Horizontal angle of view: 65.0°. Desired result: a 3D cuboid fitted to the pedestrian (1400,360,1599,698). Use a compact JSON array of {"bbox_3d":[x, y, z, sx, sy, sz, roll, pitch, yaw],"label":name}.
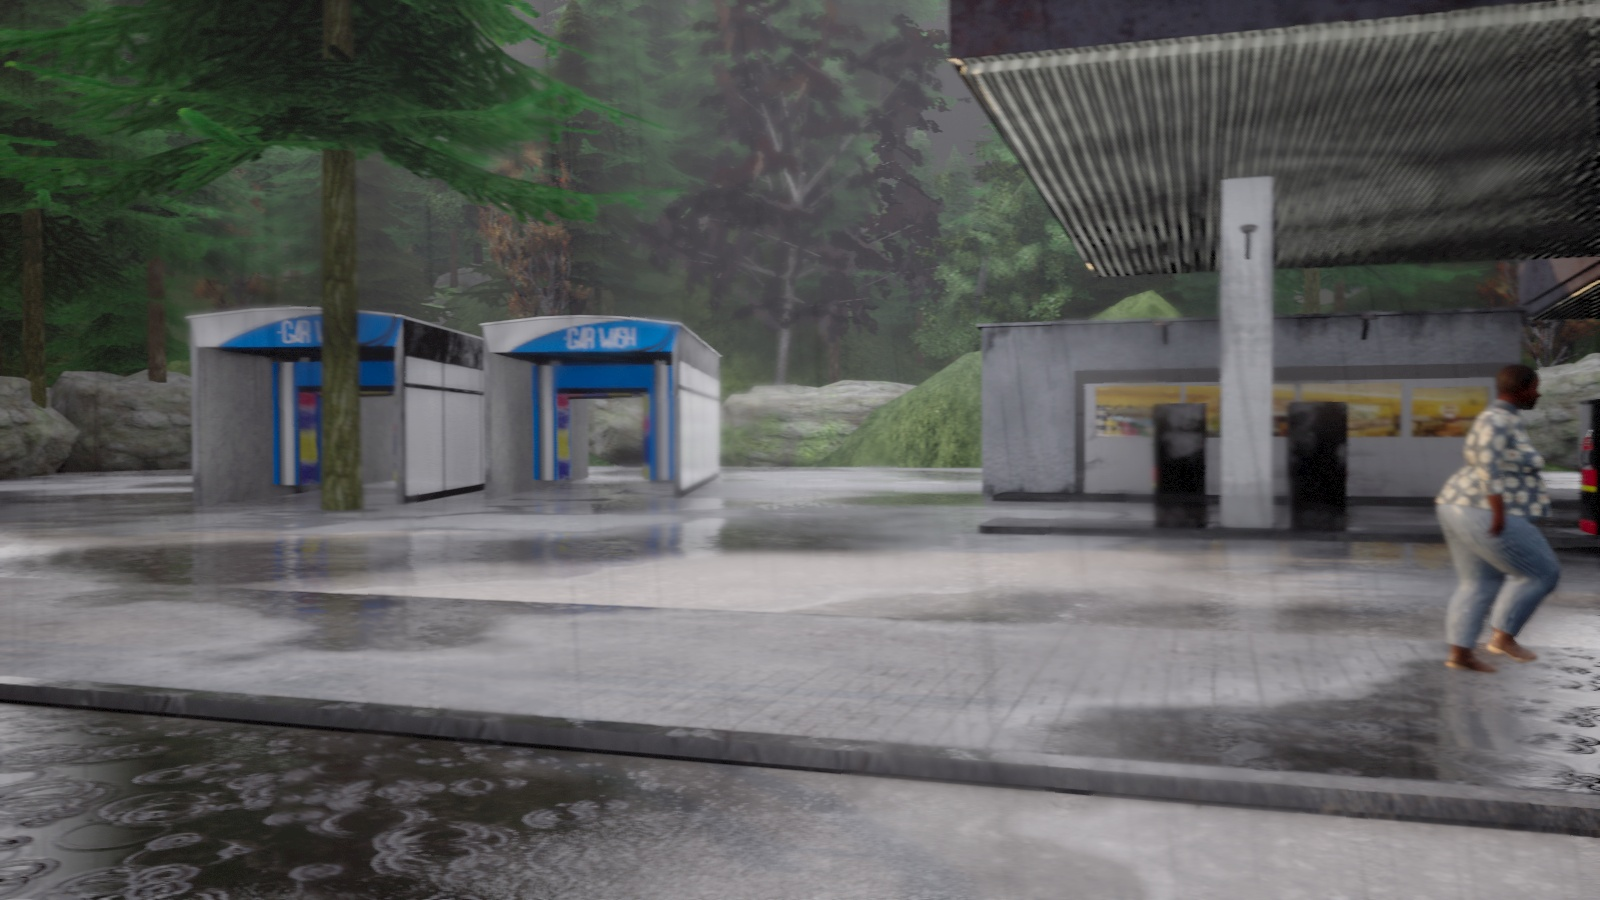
[{"bbox_3d":[4.105,0.424,7.447,0.900,1.855,0.874,1,1,21],"label":"pedestrian"}]
